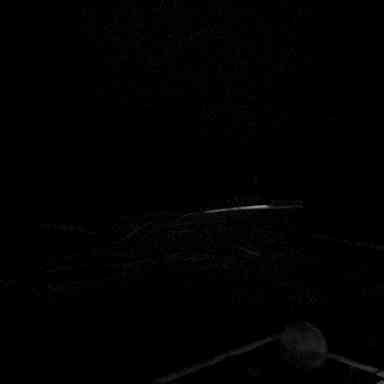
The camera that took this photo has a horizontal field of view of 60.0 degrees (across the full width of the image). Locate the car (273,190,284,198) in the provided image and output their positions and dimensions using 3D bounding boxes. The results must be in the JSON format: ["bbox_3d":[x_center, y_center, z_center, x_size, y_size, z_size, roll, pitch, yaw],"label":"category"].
[{"bbox_3d":[16.265,0.286,62.530,1.882,1.535,5.008,-1,0,16],"label":"car"}]

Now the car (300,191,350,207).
[{"bbox_3d":[13.263,0.659,33.283,4.902,1.511,2.128,-2,1,-8],"label":"car"}]
